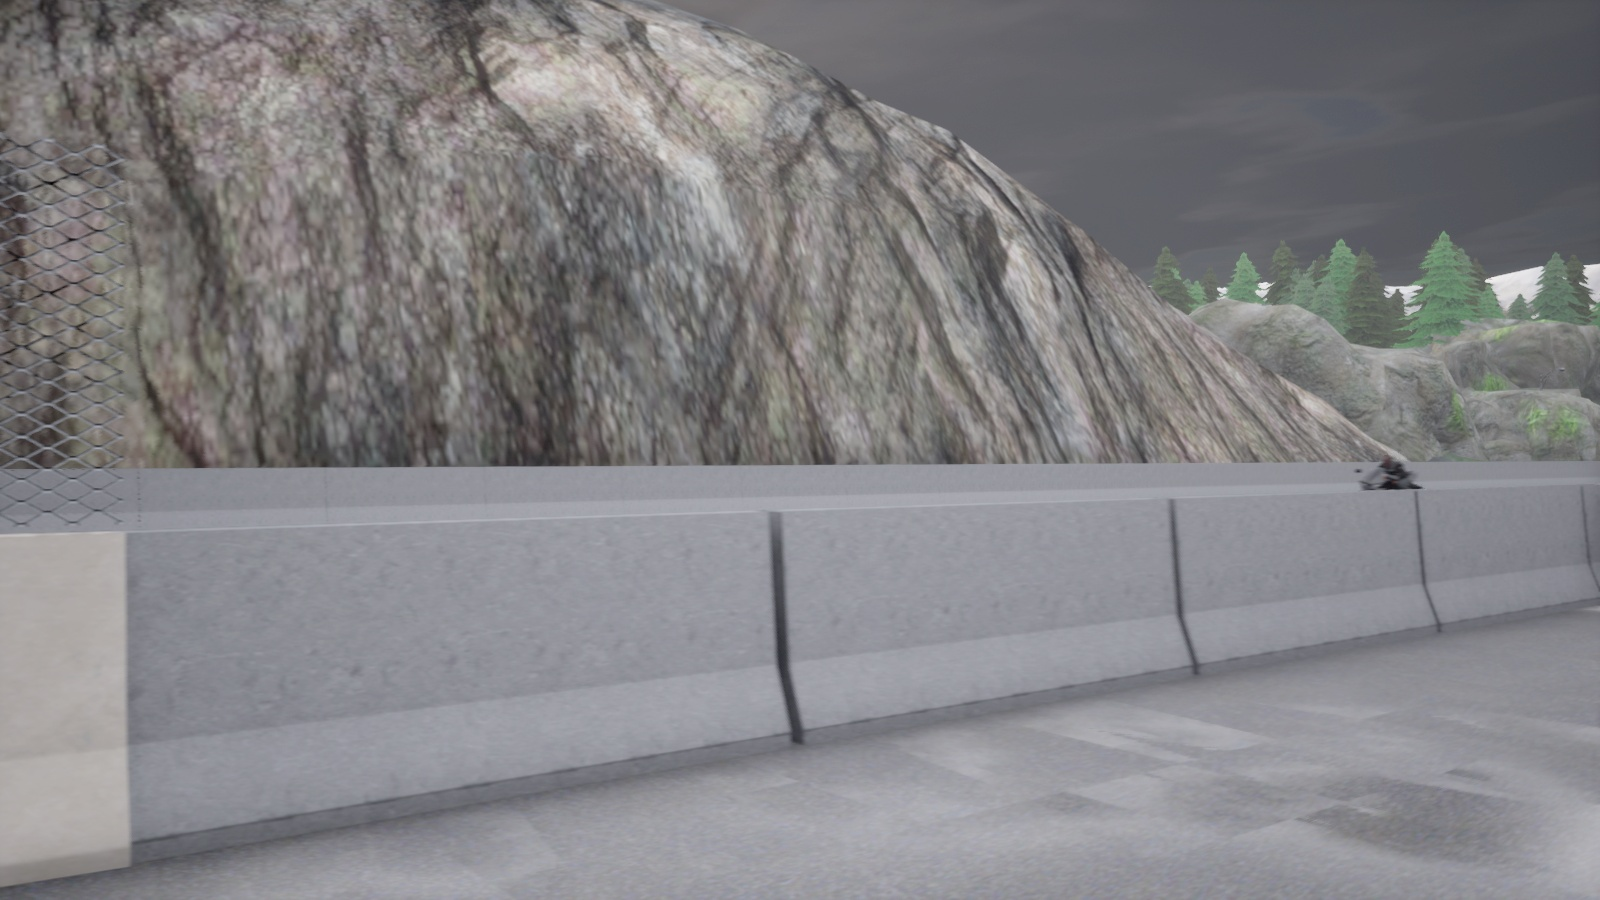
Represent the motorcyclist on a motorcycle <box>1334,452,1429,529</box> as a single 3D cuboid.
[{"bbox_3d":[12.081,0.819,26.057,2.191,1.530,0.866,0,0,-38],"label":"motorcyclist on a motorcycle"}]
